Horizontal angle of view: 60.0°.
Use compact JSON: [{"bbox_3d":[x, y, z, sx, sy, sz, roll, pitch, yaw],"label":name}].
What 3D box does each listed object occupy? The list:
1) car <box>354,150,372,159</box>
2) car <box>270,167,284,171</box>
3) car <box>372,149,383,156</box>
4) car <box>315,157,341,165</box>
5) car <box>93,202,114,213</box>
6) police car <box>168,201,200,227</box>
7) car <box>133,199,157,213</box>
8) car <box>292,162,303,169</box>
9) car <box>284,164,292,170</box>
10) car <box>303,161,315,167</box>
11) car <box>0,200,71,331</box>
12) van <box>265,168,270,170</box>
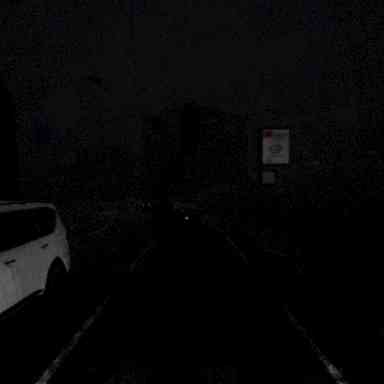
[{"bbox_3d":[21.732,-4.355,40.768,2.231,1.521,4.892,0,1,-1],"label":"car"},{"bbox_3d":[20.891,-5.084,79.400,2.231,1.521,4.892,0,1,-1],"label":"car"},{"bbox_3d":[21.861,-4.234,35.251,2.231,1.521,4.892,0,1,-1],"label":"car"},{"bbox_3d":[21.494,-4.697,51.702,2.185,1.767,4.553,0,1,-1],"label":"car"},{"bbox_3d":[-12.226,2.060,45.699,1.812,1.442,4.674,-1,-2,-32],"label":"car"},{"bbox_3d":[-0.606,1.425,23.201,1.930,1.638,5.238,0,0,-6],"label":"police car"},{"bbox_3d":[-5.906,1.650,41.462,2.097,1.767,4.553,-1,-1,-24],"label":"car"},{"bbox_3d":[21.252,-4.913,62.867,2.185,1.767,4.553,0,1,-1],"label":"car"},{"bbox_3d":[21.132,-5.016,68.385,2.185,1.767,4.553,0,1,-1],"label":"car"},{"bbox_3d":[21.375,-4.638,57.196,2.002,1.452,4.674,0,1,-1],"label":"car"},{"bbox_3d":[-3.608,1.190,4.811,2.150,2.045,5.566,0,0,0],"label":"car"},{"bbox_3d":[20.774,-5.399,84.792,1.878,1.987,4.442,0,1,-1],"label":"van"}]
